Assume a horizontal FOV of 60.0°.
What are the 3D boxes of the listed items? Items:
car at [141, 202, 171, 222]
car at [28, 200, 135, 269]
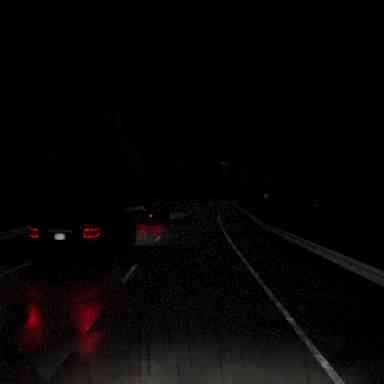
[{"bbox_3d":[-2.920,1.604,27.537,2.128,1.511,4.902,0,0,4],"label":"car"},{"bbox_3d":[-3.445,1.270,11.462,2.150,2.045,5.566,0,0,1],"label":"car"}]
